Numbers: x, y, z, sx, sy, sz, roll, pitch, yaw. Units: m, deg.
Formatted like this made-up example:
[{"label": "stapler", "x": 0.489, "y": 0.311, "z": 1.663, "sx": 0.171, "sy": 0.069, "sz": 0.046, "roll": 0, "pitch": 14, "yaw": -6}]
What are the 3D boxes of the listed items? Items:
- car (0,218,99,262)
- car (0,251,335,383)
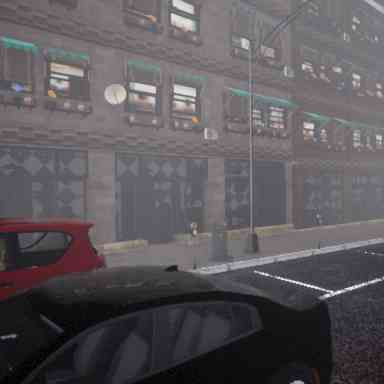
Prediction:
[{"label": "car", "x": -3.477, "y": 1.315, "z": 4.108, "sx": 5.009, "sy": 1.841, "sz": 2.192, "roll": 0, "pitch": -1, "yaw": -35}, {"label": "car", "x": -0.862, "y": 1.477, "z": 2.764, "sx": 5.008, "sy": 1.535, "sz": 1.882, "roll": 0, "pitch": 0, "yaw": -36}]
